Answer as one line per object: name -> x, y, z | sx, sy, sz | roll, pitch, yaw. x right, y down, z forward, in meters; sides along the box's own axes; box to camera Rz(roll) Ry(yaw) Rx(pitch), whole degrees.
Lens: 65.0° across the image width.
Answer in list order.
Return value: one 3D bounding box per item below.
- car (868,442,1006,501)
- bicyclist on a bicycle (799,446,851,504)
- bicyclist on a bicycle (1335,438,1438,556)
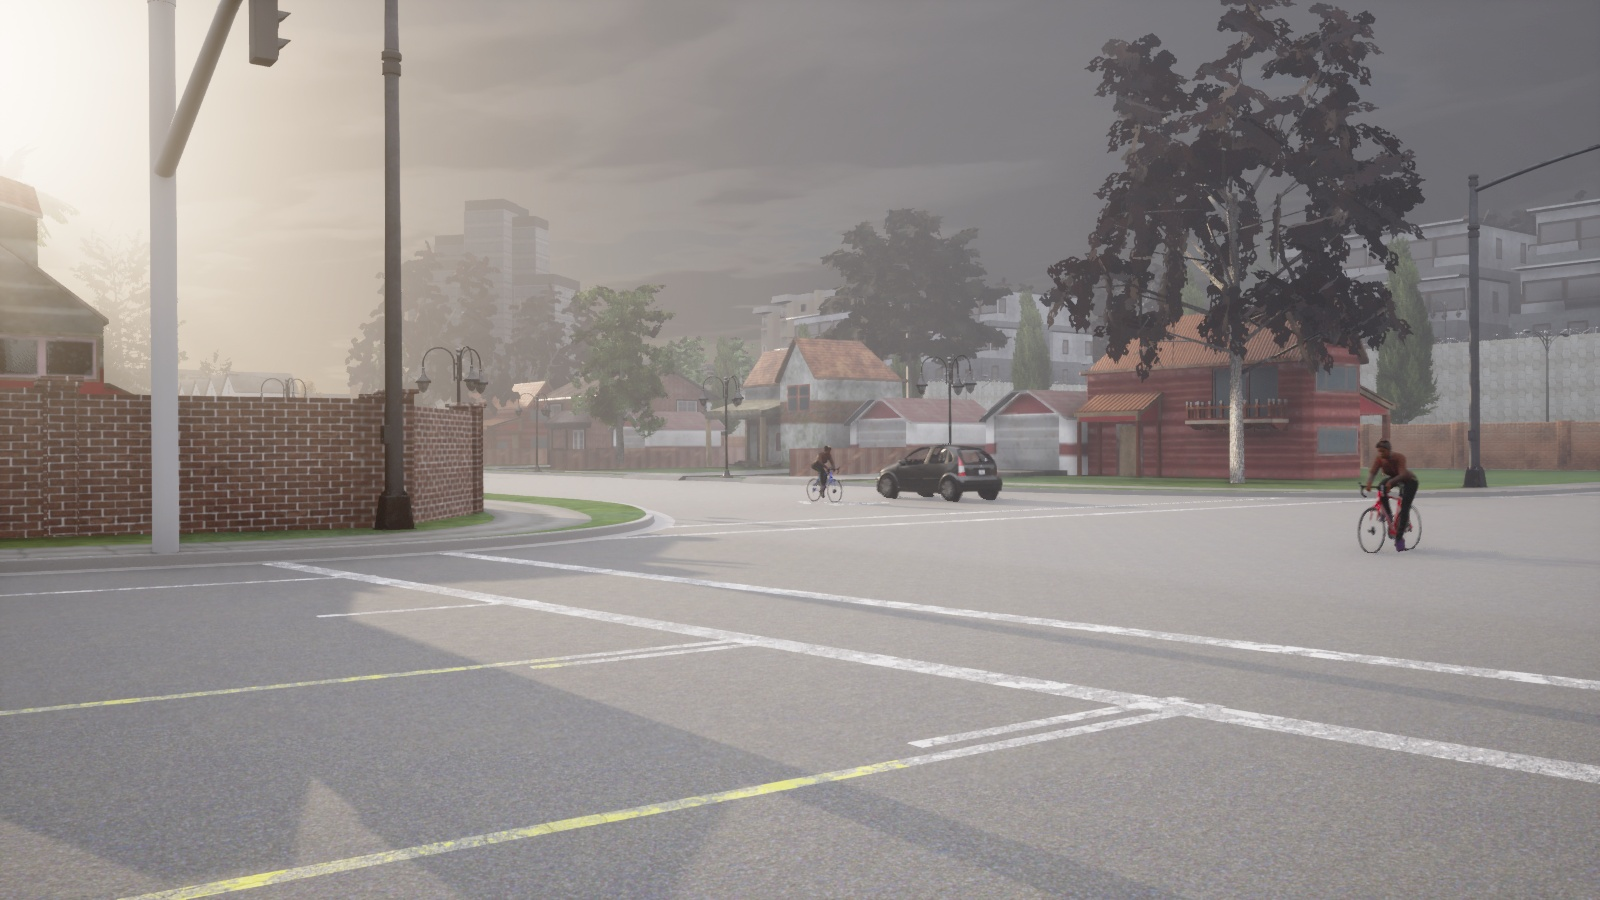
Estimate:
car -> 3.988, 0.599, 37.130 | 1.851, 1.617, 3.988 | -1, 0, -36
bicyclist on a bicycle -> 0.706, 0.691, 35.701 | 0.582, 1.620, 1.656 | -1, 1, -36
bicyclist on a bicycle -> 8.455, 0.646, 18.076 | 1.656, 1.620, 0.582 | -1, 0, -35
